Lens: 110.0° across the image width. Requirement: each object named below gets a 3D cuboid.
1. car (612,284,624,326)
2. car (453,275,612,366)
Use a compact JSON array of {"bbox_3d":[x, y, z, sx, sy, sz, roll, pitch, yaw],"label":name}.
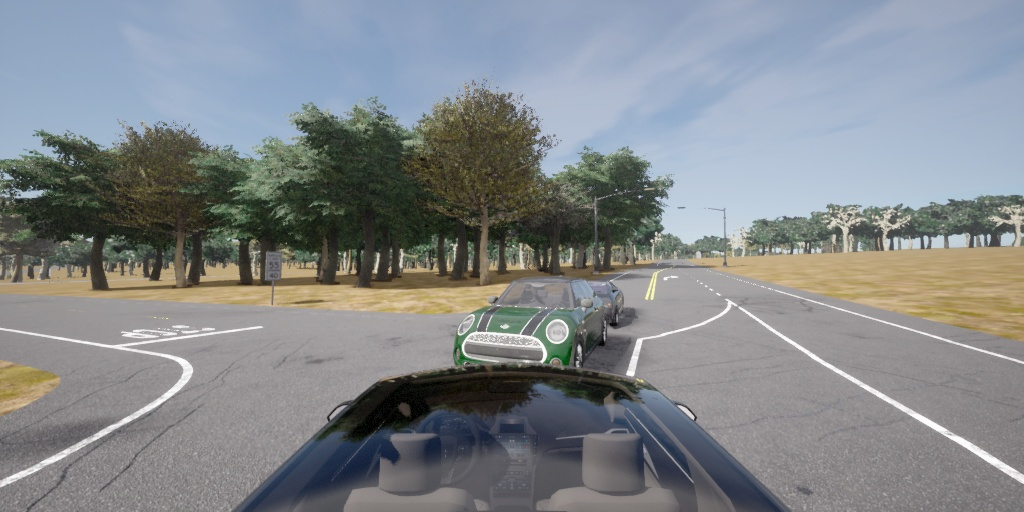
[{"bbox_3d":[2.884,1.555,12.933,1.994,1.385,4.181,-2,0,22],"label":"car"},{"bbox_3d":[0.668,1.223,7.497,2.097,1.767,4.553,-1,-2,22],"label":"car"}]
